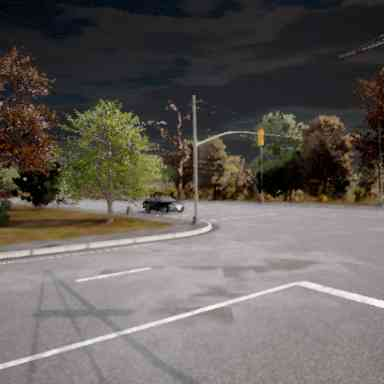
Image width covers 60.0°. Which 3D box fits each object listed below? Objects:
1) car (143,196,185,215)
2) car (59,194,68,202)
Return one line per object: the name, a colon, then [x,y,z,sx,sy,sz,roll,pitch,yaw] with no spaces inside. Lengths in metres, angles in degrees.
car: [-2.563,1.133,29.797,2.128,1.511,4.902,-2,1,-38]
car: [-18.623,0.934,49.842,2.097,1.767,4.553,-2,1,-39]
